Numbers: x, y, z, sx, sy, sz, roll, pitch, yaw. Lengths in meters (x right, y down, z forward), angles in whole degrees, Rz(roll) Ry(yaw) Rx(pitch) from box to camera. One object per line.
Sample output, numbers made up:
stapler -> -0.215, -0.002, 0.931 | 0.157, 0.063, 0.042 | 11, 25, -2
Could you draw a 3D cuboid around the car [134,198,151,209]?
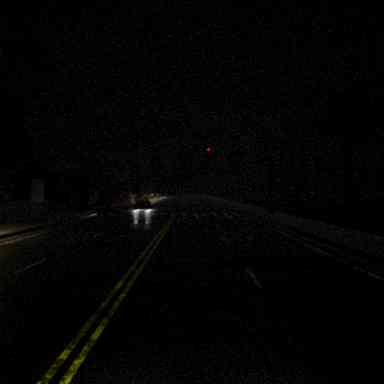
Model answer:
car -> -6.512, 1.535, 44.285 | 1.812, 1.442, 4.674 | 0, 1, 0
